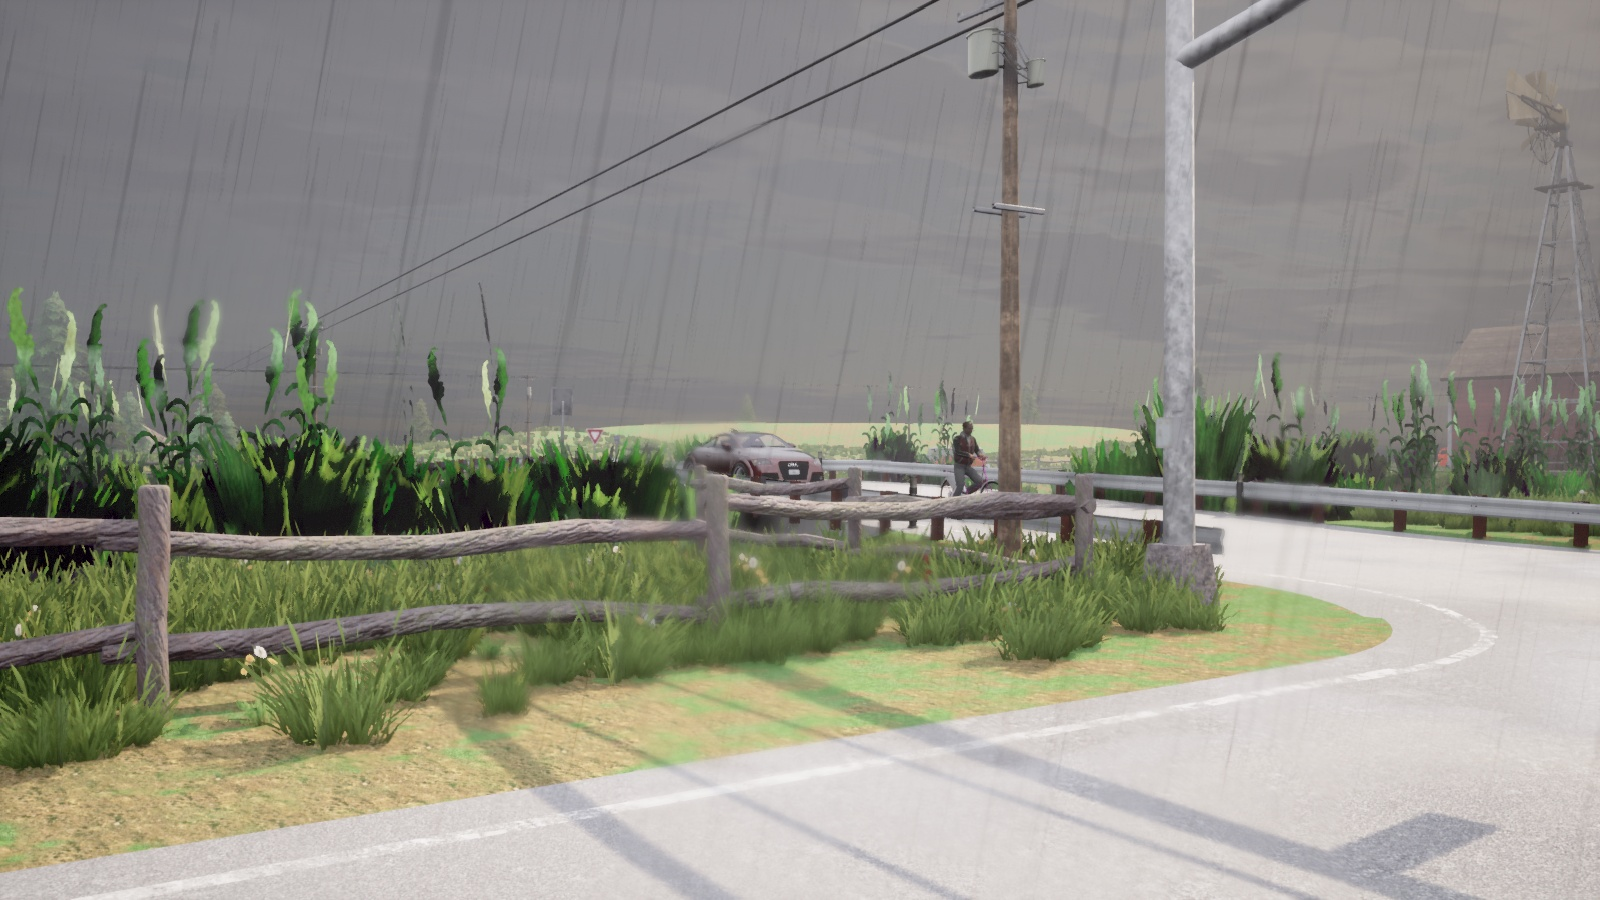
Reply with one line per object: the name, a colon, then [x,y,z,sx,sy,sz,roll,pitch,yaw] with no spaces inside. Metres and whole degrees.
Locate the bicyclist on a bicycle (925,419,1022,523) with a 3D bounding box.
bicyclist on a bicycle: [3.128,0.348,22.816,0.659,1.776,1.843,0,2,-32]

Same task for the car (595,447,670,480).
car: [-9.651,0.773,72.341,3.866,1.878,1.905,0,0,-32]

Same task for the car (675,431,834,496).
car: [-1.154,0.274,29.756,1.994,1.385,4.181,0,1,-31]

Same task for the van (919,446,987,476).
van: [10.337,0.718,84.824,4.442,1.987,1.775,0,0,-32]
